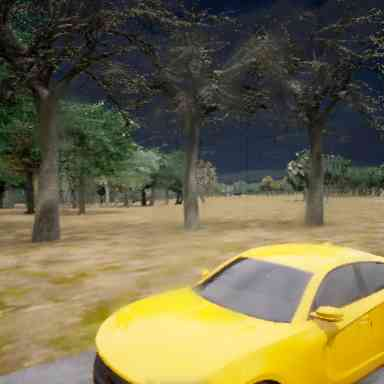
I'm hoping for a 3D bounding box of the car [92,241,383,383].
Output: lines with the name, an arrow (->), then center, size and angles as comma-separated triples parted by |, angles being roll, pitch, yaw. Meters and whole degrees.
car -> 1.286, 1.475, 4.280 | 5.008, 1.535, 1.882 | 0, 0, -36
